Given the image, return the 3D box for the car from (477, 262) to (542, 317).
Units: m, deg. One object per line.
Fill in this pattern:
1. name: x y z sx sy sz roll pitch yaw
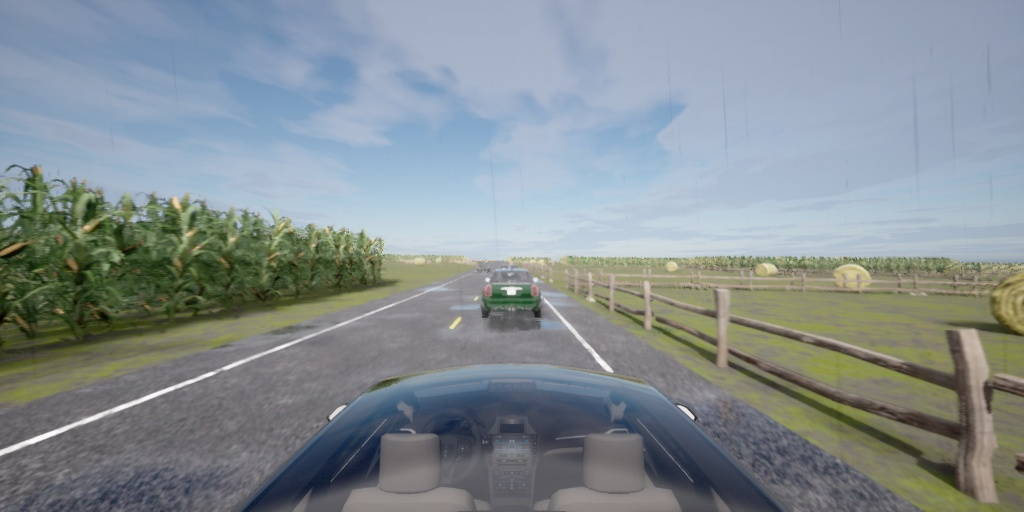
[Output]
1. car: -0.010 1.263 14.100 2.097 1.767 4.553 0 -1 0

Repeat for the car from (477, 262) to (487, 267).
1. car: -4.586 1.796 58.631 2.097 1.767 4.553 0 -1 -1
